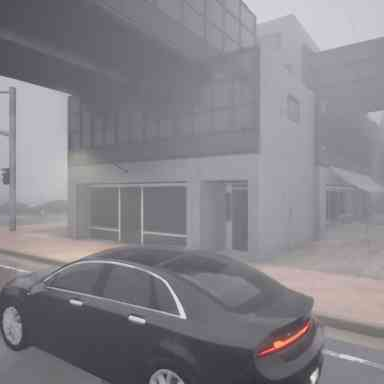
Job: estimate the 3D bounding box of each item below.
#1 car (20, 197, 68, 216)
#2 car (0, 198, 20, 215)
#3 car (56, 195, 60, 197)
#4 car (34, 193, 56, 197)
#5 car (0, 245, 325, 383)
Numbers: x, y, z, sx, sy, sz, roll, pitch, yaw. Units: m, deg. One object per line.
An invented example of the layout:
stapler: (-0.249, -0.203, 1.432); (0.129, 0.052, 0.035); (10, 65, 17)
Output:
car: (-14.000, 1.505, 33.205); (1.837, 1.490, 4.892); (0, 0, 36)
car: (-18.377, 1.564, 33.151); (1.994, 1.385, 4.181); (0, 0, 36)
car: (-29.522, 1.364, 72.196); (3.905, 1.438, 1.784); (0, 0, 35)
car: (-31.249, 1.153, 69.870); (4.605, 1.855, 1.932); (0, 0, 35)
car: (-0.809, 1.505, 4.569); (4.892, 1.490, 1.837); (0, 0, 36)
